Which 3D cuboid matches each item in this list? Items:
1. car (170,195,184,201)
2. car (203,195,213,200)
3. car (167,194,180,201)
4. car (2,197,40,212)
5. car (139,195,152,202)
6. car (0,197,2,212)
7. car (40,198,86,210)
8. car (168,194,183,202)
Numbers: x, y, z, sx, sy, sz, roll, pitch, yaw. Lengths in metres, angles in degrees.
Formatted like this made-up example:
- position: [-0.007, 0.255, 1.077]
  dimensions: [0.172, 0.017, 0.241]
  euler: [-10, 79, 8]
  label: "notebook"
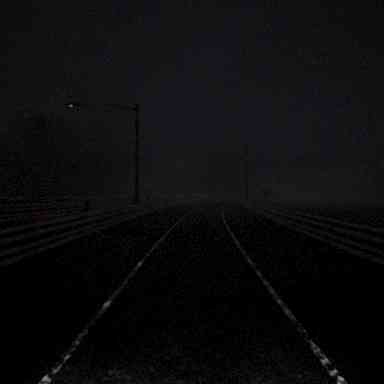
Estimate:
- position: [-3.470, 1.461, 76.902]
  dimensions: [1.895, 1.301, 4.718]
  euler: [0, 0, 16]
  label: "car"
- position: [4.539, 1.493, 91.451]
  dimensions: [1.895, 1.301, 4.718]
  euler: [0, 0, 17]
  label: "car"
- position: [-4.681, 1.387, 85.199]
  dimensions: [1.837, 1.490, 4.892]
  euler: [0, 0, 17]
  label: "car"
- position: [-15.079, 1.265, 31.501]
  dimensions: [1.837, 1.490, 4.892]
  euler: [0, 0, 13]
  label: "car"
- position: [-9.617, 1.337, 67.911]
  dimensions: [2.128, 1.511, 4.902]
  euler: [0, 0, 15]
  label: "car"
- position: [-18.565, 1.265, 31.941]
  dimensions: [1.837, 1.490, 4.892]
  euler: [0, 0, 13]
  label: "car"
- position: [-11.609, 1.359, 31.084]
  dimensions: [1.895, 1.301, 4.718]
  euler: [0, 0, 13]
  label: "car"
- position: [-3.229, 1.437, 64.817]
  dimensions: [1.895, 1.301, 4.718]
  euler: [0, 0, 15]
  label: "car"
